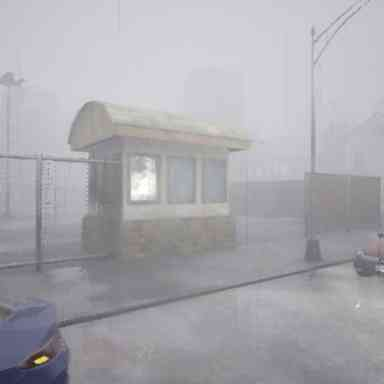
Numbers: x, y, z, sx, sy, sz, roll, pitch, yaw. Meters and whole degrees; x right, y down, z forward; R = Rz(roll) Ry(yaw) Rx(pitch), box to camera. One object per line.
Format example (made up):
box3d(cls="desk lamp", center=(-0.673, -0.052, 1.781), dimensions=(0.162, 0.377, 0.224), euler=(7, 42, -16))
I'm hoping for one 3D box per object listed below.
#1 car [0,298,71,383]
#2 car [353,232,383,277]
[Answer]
box3d(cls="car", center=(-3.296, 1.524, 2.261), dimensions=(4.674, 1.442, 1.812), euler=(0, 0, -36))
box3d(cls="car", center=(6.374, 1.555, 9.159), dimensions=(4.674, 1.442, 1.812), euler=(0, 0, -35))
